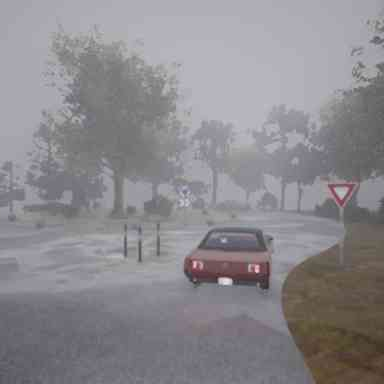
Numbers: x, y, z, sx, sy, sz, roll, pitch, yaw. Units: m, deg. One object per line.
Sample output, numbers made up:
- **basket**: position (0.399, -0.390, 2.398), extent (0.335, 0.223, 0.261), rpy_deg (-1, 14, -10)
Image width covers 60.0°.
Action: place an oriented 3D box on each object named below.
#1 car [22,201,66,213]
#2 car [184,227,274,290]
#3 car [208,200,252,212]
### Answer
- **car**: position (-16.941, 1.673, 38.424), extent (1.895, 1.301, 4.718), rpy_deg (0, 0, 38)
- **car**: position (1.281, 1.619, 9.232), extent (1.895, 1.301, 4.718), rpy_deg (0, 0, 15)
- **car**: position (4.471, 1.625, 39.800), extent (5.357, 1.411, 2.033), rpy_deg (0, 0, 43)
